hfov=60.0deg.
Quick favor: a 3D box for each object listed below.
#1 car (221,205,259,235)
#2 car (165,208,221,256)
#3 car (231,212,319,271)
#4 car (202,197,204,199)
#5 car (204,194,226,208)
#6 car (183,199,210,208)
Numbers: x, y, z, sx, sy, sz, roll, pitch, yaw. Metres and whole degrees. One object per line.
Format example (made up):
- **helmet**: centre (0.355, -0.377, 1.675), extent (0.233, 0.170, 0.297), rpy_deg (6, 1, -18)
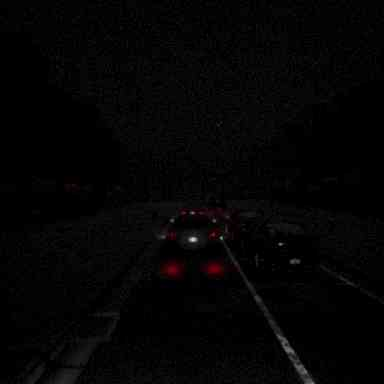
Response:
- **car**: centre (2.640, 1.540, 16.091), extent (1.887, 1.381, 4.507), rpy_deg (-1, 0, 0)
- **car**: centre (0.056, 1.560, 13.127), extent (1.994, 1.385, 4.181), rpy_deg (0, 0, 1)
- **car**: centre (2.636, 1.547, 10.684), extent (2.008, 1.369, 4.403), rpy_deg (-1, 0, 0)
- **car**: centre (3.020, 1.251, 48.602), extent (2.150, 2.045, 5.566), rpy_deg (0, 0, 0)
- **car**: centre (3.014, 1.240, 41.601), extent (2.150, 2.045, 5.566), rpy_deg (0, 0, 0)
- **car**: centre (0.042, 1.546, 25.819), extent (2.033, 1.411, 5.357), rpy_deg (0, 0, 0)
